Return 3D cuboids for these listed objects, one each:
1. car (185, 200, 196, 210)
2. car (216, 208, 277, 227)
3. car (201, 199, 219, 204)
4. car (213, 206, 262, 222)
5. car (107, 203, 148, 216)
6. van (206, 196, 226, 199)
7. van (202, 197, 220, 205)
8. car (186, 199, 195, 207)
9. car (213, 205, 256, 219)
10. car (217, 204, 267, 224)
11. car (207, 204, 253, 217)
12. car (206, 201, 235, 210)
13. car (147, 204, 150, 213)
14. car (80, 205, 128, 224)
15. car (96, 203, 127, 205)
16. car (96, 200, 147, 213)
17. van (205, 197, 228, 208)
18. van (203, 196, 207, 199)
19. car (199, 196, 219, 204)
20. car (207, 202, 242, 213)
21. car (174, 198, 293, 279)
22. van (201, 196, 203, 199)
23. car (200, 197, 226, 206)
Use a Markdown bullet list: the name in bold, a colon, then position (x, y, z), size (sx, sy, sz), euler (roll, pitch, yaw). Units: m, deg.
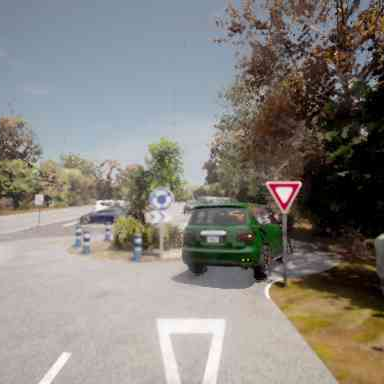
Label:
- **car**: position (-0.205, 2.254, 59.574), size (1.882, 1.535, 5.008), euler (0, 0, 0)
- **car**: position (4.752, 2.253, 29.538), size (5.008, 1.535, 2.097), euler (0, 0, 0)
- **car**: position (4.714, 2.507, 87.576), size (4.674, 1.452, 2.002), euler (0, 0, 0)
- **car**: position (4.724, 2.277, 34.955), size (4.792, 1.488, 2.163), euler (0, 0, 0)
- **car**: position (-8.326, 2.238, 43.281), size (4.892, 1.521, 2.231), euler (0, 0, 0)
- **van**: position (4.858, 2.006, 51.698), size (4.442, 1.987, 1.878), euler (0, 0, 0)
- **van**: position (4.834, 2.221, 84.934), size (4.442, 1.987, 1.878), euler (0, 0, 0)
- **car**: position (-0.312, 2.358, 70.732), size (1.837, 1.490, 4.892), euler (0, 0, 0)
- **car**: position (4.748, 2.284, 37.725), size (4.674, 1.452, 2.002), euler (0, 0, 0)
- **car**: position (4.786, 2.124, 32.309), size (4.553, 1.767, 2.185), euler (0, 0, 0)
- **car**: position (4.564, 2.238, 40.495), size (5.366, 1.575, 1.946), euler (0, 0, 0)
- **car**: position (4.766, 2.272, 57.109), size (4.792, 1.488, 2.163), euler (0, 0, 0)
- **car**: position (-8.145, 2.237, 40.505), size (5.366, 1.575, 1.946), euler (0, 0, 0)
- **car**: position (-8.354, 2.279, 32.176), size (4.792, 1.488, 2.163), euler (0, 0, 0)
- **car**: position (-8.321, 2.246, 34.952), size (5.008, 1.535, 2.097), euler (0, 0, 0)
- **car**: position (-8.300, 1.992, 37.728), size (5.566, 2.045, 2.435), euler (0, 0, 0)
- **van**: position (4.848, 2.072, 65.418), size (4.442, 1.987, 1.878), euler (0, 0, 0)
- **van**: position (4.627, 2.032, 59.862), size (4.442, 1.987, 1.878), euler (0, 0, 0)
- **car**: position (4.683, 2.258, 93.244), size (5.566, 2.045, 2.435), euler (0, 0, 0)
- **car**: position (4.715, 2.262, 48.804), size (4.792, 1.488, 2.163), euler (0, 0, 0)
- **car**: position (1.661, 1.417, 10.654), size (2.150, 2.045, 5.566), euler (-3, -4, 25)
- **van**: position (4.613, 2.093, 68.188), size (4.442, 1.987, 1.878), euler (0, 0, 0)
- **car**: position (4.698, 2.110, 73.728), size (5.566, 2.045, 2.435), euler (0, 0, 0)
